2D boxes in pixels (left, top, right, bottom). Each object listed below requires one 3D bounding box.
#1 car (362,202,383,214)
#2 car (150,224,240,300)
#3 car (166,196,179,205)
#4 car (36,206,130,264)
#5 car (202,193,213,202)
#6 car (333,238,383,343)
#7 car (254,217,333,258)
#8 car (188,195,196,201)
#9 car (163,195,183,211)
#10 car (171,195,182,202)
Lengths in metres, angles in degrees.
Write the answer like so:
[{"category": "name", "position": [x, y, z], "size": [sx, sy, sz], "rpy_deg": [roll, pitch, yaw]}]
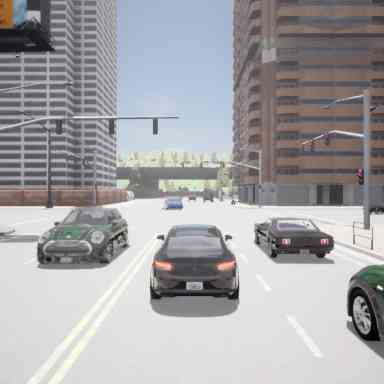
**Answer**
[{"category": "car", "position": [19.977, 1.601, 33.760], "size": [4.718, 1.301, 1.895], "rpy_deg": [0, 0, 1]}, {"category": "car", "position": [0.066, 1.526, 8.294], "size": [1.812, 1.442, 4.674], "rpy_deg": [0, 0, 0]}, {"category": "car", "position": [-3.539, 1.490, 60.399], "size": [2.128, 1.511, 4.902], "rpy_deg": [0, 0, 0]}, {"category": "car", "position": [-3.593, 1.352, 11.754], "size": [2.097, 1.767, 4.553], "rpy_deg": [0, 0, 0]}, {"category": "car", "position": [3.545, 1.225, 74.037], "size": [2.150, 2.045, 5.566], "rpy_deg": [0, 0, 0]}, {"category": "car", "position": [3.602, 1.352, 3.660], "size": [2.097, 1.767, 4.553], "rpy_deg": [0, 0, 0]}, {"category": "car", "position": [3.610, 1.601, 12.745], "size": [1.895, 1.301, 4.718], "rpy_deg": [0, 0, 1]}, {"category": "car", "position": [0.045, 1.425, 77.336], "size": [1.837, 1.490, 4.892], "rpy_deg": [0, 0, 0]}, {"category": "car", "position": [-2.439, 1.477, 41.417], "size": [1.882, 1.535, 5.008], "rpy_deg": [0, 0, -14]}, {"category": "car", "position": [-3.456, 1.513, 75.789], "size": [2.128, 1.511, 4.902], "rpy_deg": [0, 0, 0]}]
